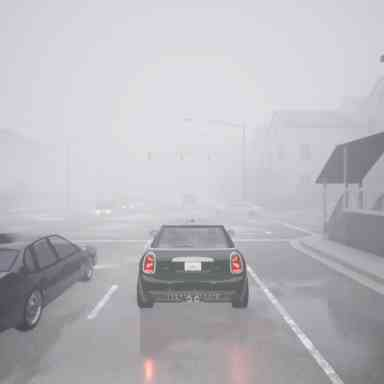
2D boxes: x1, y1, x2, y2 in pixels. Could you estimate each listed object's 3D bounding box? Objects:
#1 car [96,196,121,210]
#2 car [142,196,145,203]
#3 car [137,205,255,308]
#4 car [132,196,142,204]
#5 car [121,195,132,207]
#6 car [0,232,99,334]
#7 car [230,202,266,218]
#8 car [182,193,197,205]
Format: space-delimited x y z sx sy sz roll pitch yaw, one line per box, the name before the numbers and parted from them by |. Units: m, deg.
car | -11.042 1.560 43.173 1.994 1.385 4.181 0 0 -1
car | -11.244 1.515 72.170 2.128 1.511 4.902 0 0 -1
car | 0.003 1.351 8.080 2.097 1.767 4.553 0 0 0
car | -11.198 1.486 61.897 2.128 1.511 4.902 0 0 0
car | -11.125 1.347 51.828 2.097 1.767 4.553 0 0 -1
car | -3.488 1.547 6.798 2.033 1.411 5.357 0 0 0
car | 4.074 1.572 28.993 4.674 1.442 1.812 1 0 17
car | -0.446 1.217 52.856 2.150 2.045 5.566 0 0 -1
